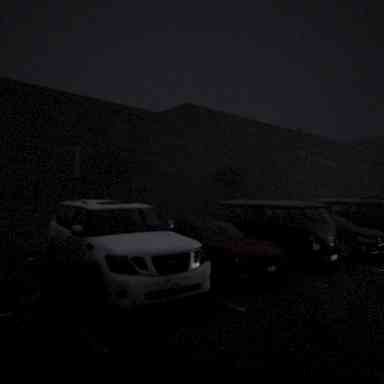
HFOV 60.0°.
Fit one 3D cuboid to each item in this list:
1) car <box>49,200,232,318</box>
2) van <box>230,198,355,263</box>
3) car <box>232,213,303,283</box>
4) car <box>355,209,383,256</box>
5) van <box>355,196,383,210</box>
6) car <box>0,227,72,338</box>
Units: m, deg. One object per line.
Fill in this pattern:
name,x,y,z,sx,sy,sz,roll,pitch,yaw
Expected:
car,-1.881,1.235,8.014,2.435,2.045,5.566,0,0,-35
van,2.736,1.274,11.197,1.878,1.987,4.442,0,0,-35
car,0.382,1.493,9.668,2.097,1.535,5.008,0,0,-35
car,4.947,1.508,12.922,2.231,1.521,4.892,0,0,-35
van,7.168,1.288,14.639,1.878,1.987,4.442,0,0,-35
car,-4.187,1.480,6.411,2.231,1.521,4.892,0,0,-35
